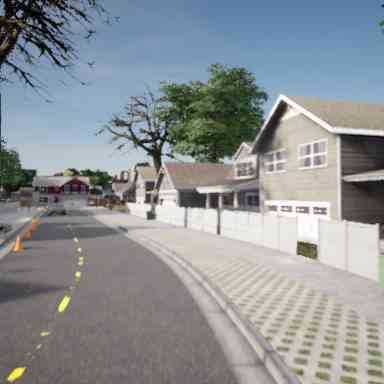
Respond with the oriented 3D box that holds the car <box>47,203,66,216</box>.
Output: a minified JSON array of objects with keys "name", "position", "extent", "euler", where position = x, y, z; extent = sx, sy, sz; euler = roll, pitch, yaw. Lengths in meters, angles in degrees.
[{"name":"car","position":[-16.881,2.176,41.412],"extent":[1.837,1.490,4.892],"euler":[0,-1,-28]}]

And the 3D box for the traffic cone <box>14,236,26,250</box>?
[{"name":"traffic cone","position":[-7.511,2.205,14.397],"extent":[0.340,0.580,0.340],"euler":[0,-1,-22]}]

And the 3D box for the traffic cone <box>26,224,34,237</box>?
[{"name":"traffic cone","position":[-9.371,2.281,19.039],"extent":[0.340,0.580,0.340],"euler":[0,-1,-22]}]

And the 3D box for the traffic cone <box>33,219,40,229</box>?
[{"name":"traffic cone","position":[-11.230,2.357,23.679],"extent":[0.340,0.580,0.340],"euler":[0,-1,-22]}]
